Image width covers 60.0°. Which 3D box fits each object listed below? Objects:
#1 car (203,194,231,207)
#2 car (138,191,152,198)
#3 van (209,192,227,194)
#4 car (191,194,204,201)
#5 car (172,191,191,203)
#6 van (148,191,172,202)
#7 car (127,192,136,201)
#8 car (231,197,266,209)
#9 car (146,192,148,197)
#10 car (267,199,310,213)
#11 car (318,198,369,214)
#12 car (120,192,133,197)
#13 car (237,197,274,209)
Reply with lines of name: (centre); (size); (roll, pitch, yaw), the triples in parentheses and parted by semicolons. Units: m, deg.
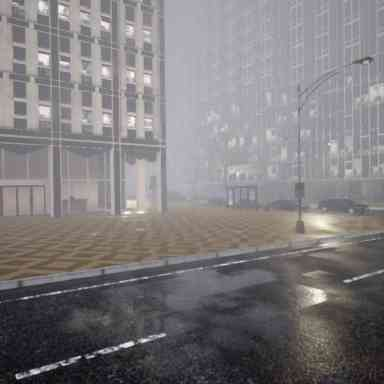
car: (3.916, 1.310, 44.292); (1.947, 1.339, 4.313); (-1, 1, -34)
car: (-11.624, 0.673, 81.870); (1.967, 1.590, 4.097); (-1, 1, -34)
van: (4.445, 0.843, 58.430); (1.690, 1.788, 3.998); (-1, 1, -34)
car: (1.232, 1.031, 63.121); (1.802, 1.307, 4.206); (-1, 1, -34)
car: (-3.052, 0.773, 59.223); (2.150, 2.045, 5.566); (-1, 1, -34)
van: (-5.680, 0.927, 58.381); (1.690, 1.788, 3.998); (-1, 1, -34)
car: (-12.108, 1.030, 67.759); (2.008, 1.369, 4.403); (0, 1, -34)
car: (7.082, 1.378, 39.572); (1.802, 1.307, 4.206); (-1, 1, -34)
car: (-8.410, 0.602, 77.181); (2.192, 1.841, 5.009); (-1, 1, -34)
car: (10.281, 1.414, 34.872); (1.947, 1.339, 4.313); (-1, 1, -34)
car: (14.889, 1.347, 32.925); (1.837, 1.490, 4.892); (-1, 1, -34)
car: (-18.051, 0.676, 91.247); (2.008, 1.369, 4.403); (-1, 1, -34)
car: (8.100, 1.334, 42.852); (1.895, 1.301, 4.718); (-1, 1, -34)
